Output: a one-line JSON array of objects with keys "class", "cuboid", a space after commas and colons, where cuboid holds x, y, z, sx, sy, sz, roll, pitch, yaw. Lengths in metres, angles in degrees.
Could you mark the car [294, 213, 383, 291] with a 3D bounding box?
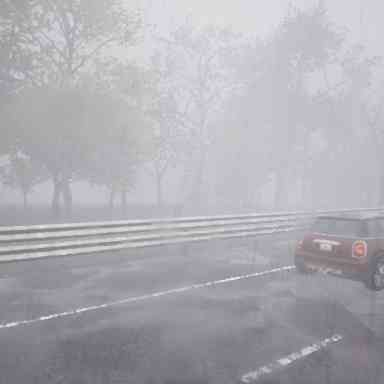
[{"class": "car", "cuboid": [4.955, 1.354, 9.236, 4.553, 1.767, 2.097, 0, 0, -35]}]
